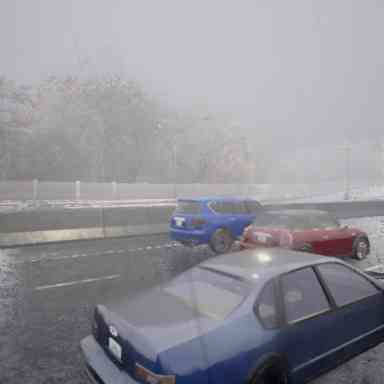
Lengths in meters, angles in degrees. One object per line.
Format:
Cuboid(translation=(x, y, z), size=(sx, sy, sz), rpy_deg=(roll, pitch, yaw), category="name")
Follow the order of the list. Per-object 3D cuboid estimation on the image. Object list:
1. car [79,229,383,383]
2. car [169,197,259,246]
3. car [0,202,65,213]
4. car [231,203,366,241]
Cuboid(translation=(1.303, 1.547, 4.676), size=(5.357, 1.411, 2.033), rpy_deg=(0, 0, -36), category="car")
Cuboid(translation=(1.720, 1.221, 13.572), size=(5.566, 2.045, 2.150), rpy_deg=(0, 0, -35), category="car")
Cuboid(translation=(-12.222, 1.493, 25.357), size=(4.902, 1.511, 2.128), rpy_deg=(0, 0, -35), category="car")
Cuboid(translation=(3.728, 1.352, 10.704), size=(4.553, 1.767, 2.097), rpy_deg=(0, 0, -35), category="car")
